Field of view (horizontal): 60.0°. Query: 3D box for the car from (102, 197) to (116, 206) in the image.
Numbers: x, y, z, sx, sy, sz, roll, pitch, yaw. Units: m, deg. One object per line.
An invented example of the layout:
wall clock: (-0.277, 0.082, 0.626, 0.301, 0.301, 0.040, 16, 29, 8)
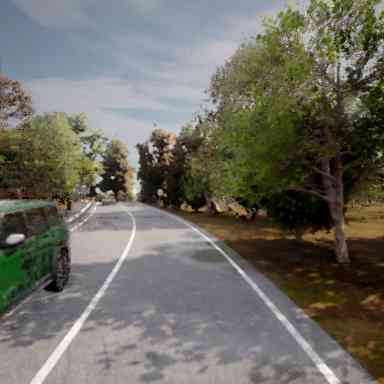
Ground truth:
car: (-11.726, 1.299, 47.000, 1.895, 1.301, 4.718, 1, 0, -14)

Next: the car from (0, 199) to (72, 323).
car: (-3.856, 1.196, 5.858, 2.150, 2.045, 5.566, 0, 0, -3)
